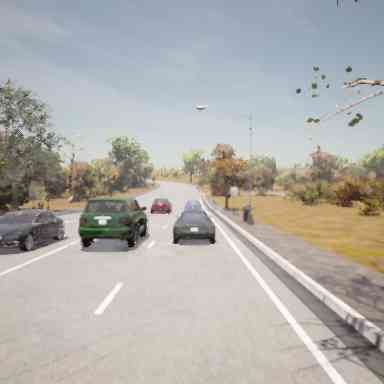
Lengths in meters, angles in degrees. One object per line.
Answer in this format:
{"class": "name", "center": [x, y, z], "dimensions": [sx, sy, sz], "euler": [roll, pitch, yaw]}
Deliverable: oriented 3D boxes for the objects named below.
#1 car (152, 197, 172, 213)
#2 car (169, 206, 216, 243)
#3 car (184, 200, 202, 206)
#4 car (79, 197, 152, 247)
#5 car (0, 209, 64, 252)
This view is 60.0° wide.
{"class": "car", "center": [-3.402, 1.392, 37.968], "dimensions": [2.097, 1.767, 4.553], "euler": [0, 0, 0]}
{"class": "car", "center": [0.100, 1.583, 16.318], "dimensions": [1.994, 1.385, 4.181], "euler": [0, 0, 0]}
{"class": "car", "center": [0.100, 1.585, 35.839], "dimensions": [2.033, 1.411, 5.357], "euler": [0, 0, 0]}
{"class": "car", "center": [-3.399, 1.239, 15.316], "dimensions": [2.150, 2.045, 5.566], "euler": [0, 0, 0]}
{"class": "car", "center": [-7.054, 1.524, 14.138], "dimensions": [1.837, 1.490, 4.892], "euler": [0, -1, 0]}
